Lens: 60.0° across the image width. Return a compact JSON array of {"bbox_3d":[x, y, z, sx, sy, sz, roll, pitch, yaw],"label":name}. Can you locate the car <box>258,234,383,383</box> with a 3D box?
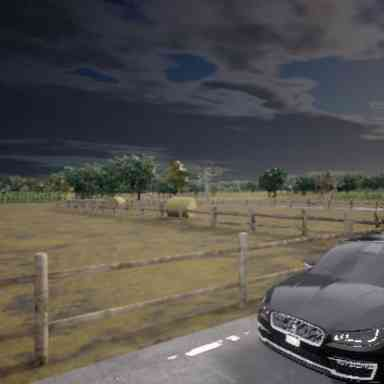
[{"bbox_3d":[3.161,1.491,5.311,4.892,1.490,1.837,0,0,-35],"label":"car"}]
